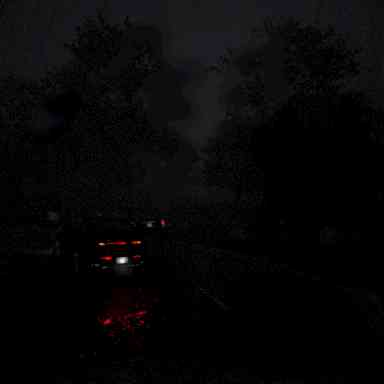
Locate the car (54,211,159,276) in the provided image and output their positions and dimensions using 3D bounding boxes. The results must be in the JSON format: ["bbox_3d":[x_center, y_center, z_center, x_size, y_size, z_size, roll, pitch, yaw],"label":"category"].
[{"bbox_3d":[-3.020,1.512,10.504,1.837,1.490,4.892,2,-2,-31],"label":"car"}]

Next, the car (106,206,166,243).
[{"bbox_3d":[-3.257,1.448,15.664,2.097,1.767,4.553,1,-1,-43],"label":"car"}]
